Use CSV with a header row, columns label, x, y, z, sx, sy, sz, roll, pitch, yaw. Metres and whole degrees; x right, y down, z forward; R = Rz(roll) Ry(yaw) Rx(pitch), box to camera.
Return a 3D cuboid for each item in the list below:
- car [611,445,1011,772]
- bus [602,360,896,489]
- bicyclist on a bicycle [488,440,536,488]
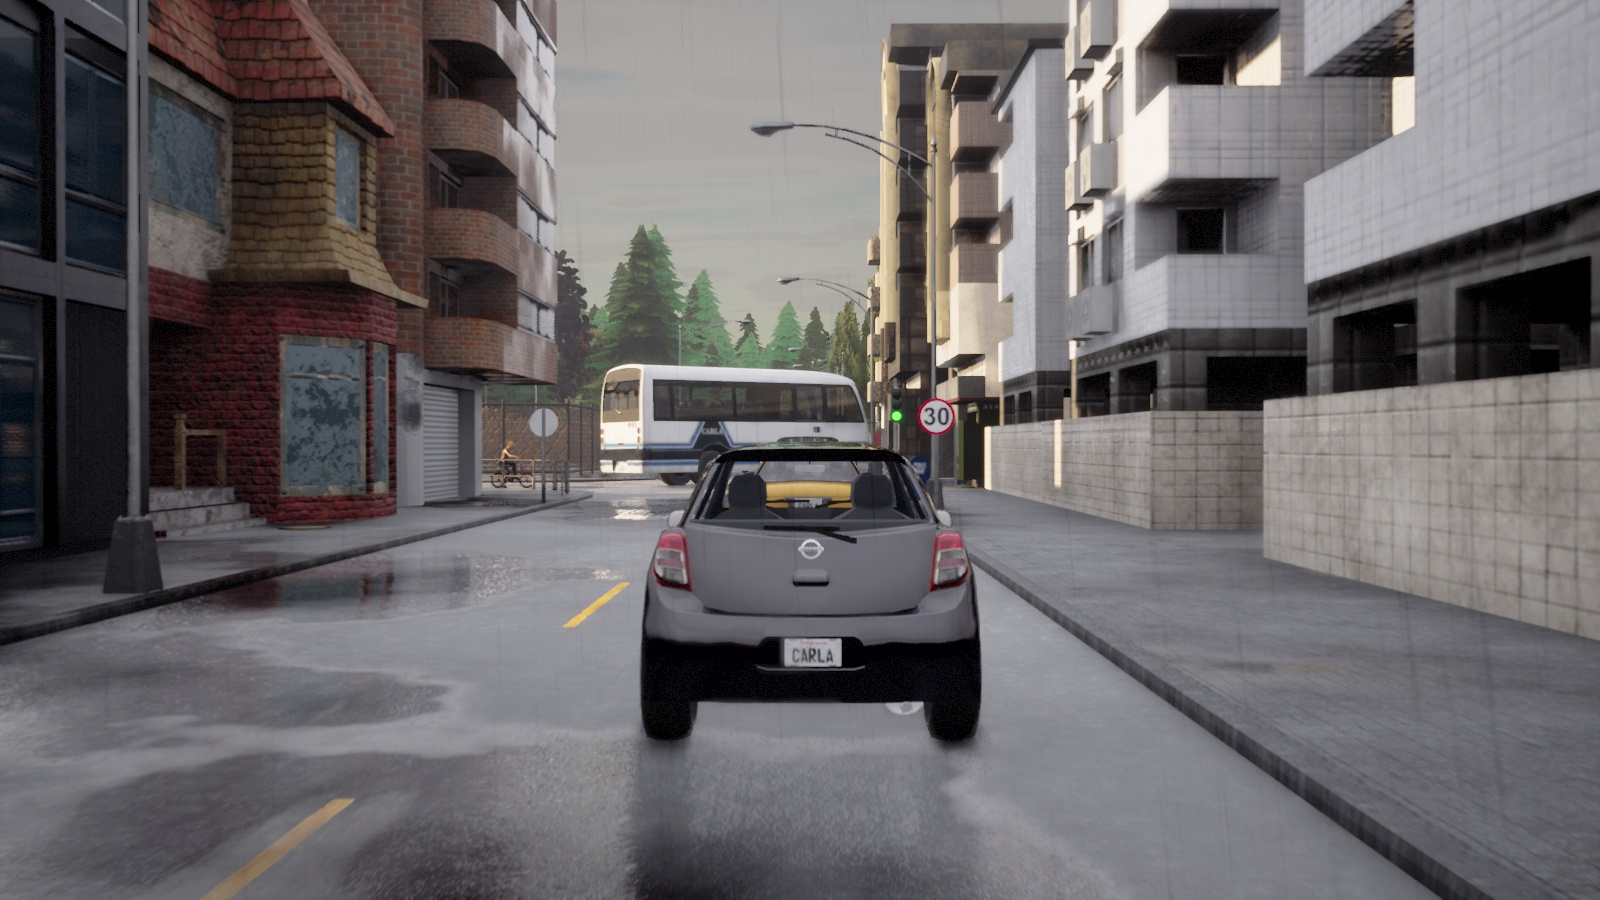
label,x,y,z,sx,sy,sz,roll,pitch,yaw
car,0.058,0.726,7.615,1.845,1.501,3.633,0,0,0
bus,-1.711,-0.848,46.023,10.273,4.253,3.944,0,0,-35
bicyclist on a bicycle,-9.842,0.479,42.955,1.509,1.612,0.866,0,0,-5
